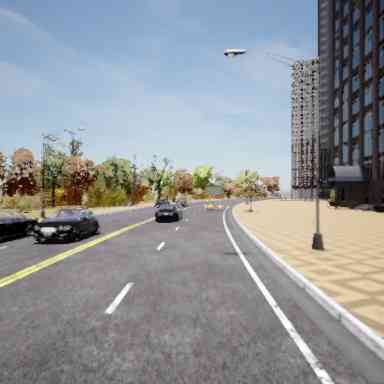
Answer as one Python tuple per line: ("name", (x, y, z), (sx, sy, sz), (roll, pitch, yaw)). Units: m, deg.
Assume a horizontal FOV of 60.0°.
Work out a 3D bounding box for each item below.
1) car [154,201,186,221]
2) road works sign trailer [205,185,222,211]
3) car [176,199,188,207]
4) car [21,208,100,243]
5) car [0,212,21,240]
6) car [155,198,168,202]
("car", (-1.962, 1.774, 29.274), (1.994, 1.385, 4.181), (0, 0, 5))
("road works sign trailer", (3.102, 0.832, 47.729), (2.380, 3.560, 2.880), (0, 0, 8))
("car", (-1.905, 1.918, 58.283), (2.128, 1.511, 4.902), (0, 0, 9))
("car", (-6.177, 1.594, 16.948), (2.128, 1.511, 4.902), (0, 0, 3))
("car", (-9.475, 1.685, 16.197), (1.895, 1.301, 4.718), (0, 0, 3))
("car", (-5.229, 1.914, 58.106), (1.837, 1.490, 4.892), (0, 0, 9))
